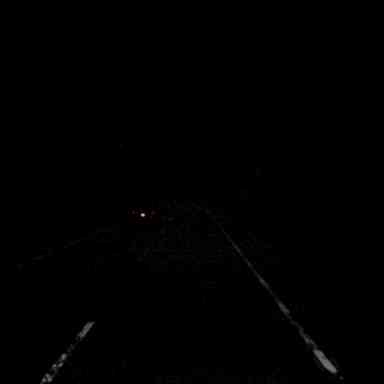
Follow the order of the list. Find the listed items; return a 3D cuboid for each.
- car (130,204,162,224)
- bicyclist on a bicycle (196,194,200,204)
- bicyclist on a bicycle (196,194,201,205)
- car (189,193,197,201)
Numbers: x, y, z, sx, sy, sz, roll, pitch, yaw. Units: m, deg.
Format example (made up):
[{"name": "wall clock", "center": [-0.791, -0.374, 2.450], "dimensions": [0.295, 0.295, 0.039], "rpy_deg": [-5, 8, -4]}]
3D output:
[{"name": "car", "center": [-3.335, 1.547, 24.686], "dimensions": [1.994, 1.385, 4.181], "rpy_deg": [0, 0, 0]}, {"name": "bicyclist on a bicycle", "center": [1.133, 1.327, 64.752], "dimensions": [0.659, 1.776, 1.843], "rpy_deg": [0, 0, 0]}, {"name": "bicyclist on a bicycle", "center": [1.100, 1.399, 55.886], "dimensions": [0.866, 1.612, 1.509], "rpy_deg": [0, 0, 0]}, {"name": "car", "center": [0.209, 1.494, 78.951], "dimensions": [1.994, 1.385, 4.181], "rpy_deg": [0, 0, 0]}]
